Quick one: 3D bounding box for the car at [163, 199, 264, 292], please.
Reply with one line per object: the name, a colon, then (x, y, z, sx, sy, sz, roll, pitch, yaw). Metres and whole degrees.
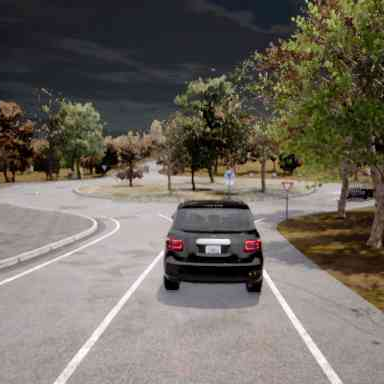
car: (0.559, 1.198, 9.107, 2.150, 2.045, 5.566, 0, 0, 3)

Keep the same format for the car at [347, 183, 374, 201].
car: (16.660, -0.096, 32.498, 2.128, 1.511, 4.902, 5, 8, 42)
